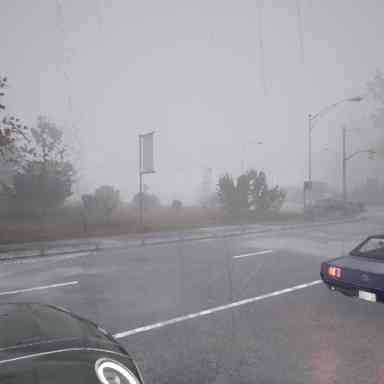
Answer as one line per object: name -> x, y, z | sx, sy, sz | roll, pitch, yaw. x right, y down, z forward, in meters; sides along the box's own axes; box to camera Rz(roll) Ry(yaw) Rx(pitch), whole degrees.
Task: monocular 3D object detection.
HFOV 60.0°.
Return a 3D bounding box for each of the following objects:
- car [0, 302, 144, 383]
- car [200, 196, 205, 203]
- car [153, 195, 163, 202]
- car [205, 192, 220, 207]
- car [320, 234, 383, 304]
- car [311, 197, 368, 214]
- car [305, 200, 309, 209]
car -> -2.502, 1.352, 1.938 | 4.553, 1.767, 2.097 | 0, 0, -36
car -> 3.043, 1.256, 52.288 | 2.128, 1.511, 4.902 | -1, 0, -39
car -> -7.697, 1.336, 65.882 | 1.837, 1.490, 4.892 | -1, 0, -38
car -> 4.697, 1.010, 44.605 | 2.150, 2.045, 5.566 | -1, 1, -39
car -> 4.969, 1.573, 7.276 | 4.718, 1.301, 1.895 | 0, 0, -35
car -> 14.436, 1.275, 32.433 | 2.128, 1.511, 4.902 | -1, 0, -39
car -> 14.937, 1.280, 37.425 | 1.812, 1.442, 4.674 | -1, 0, -39
